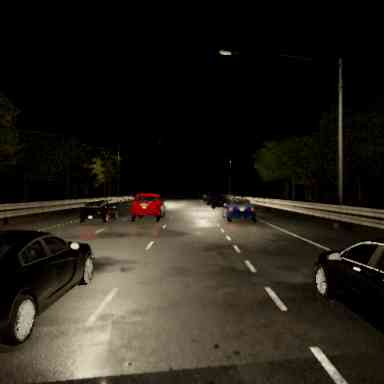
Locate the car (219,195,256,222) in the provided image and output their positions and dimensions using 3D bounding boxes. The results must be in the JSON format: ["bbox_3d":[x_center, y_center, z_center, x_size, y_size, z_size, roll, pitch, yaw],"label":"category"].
[{"bbox_3d":[3.595,1.295,26.006,2.097,1.767,4.553,0,0,0],"label":"car"}]

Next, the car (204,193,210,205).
[{"bbox_3d":[3.523,1.128,53.843,2.150,2.045,5.566,0,0,0],"label":"car"}]

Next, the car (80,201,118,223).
[{"bbox_3d":[-6.902,1.450,24.984,1.837,1.490,4.892,0,0,0],"label":"car"}]

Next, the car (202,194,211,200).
[{"bbox_3d":[3.648,1.363,86.790,2.128,1.511,4.902,0,0,0],"label":"car"}]

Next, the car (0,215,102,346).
[{"bbox_3d":[-3.402,1.463,6.338,1.882,1.535,5.008,0,0,0],"label":"car"}]

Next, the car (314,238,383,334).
[{"bbox_3d":[3.600,1.492,5.455,1.837,1.490,4.892,0,0,0],"label":"car"}]

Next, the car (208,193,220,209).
[{"bbox_3d":[3.503,1.350,42.827,2.033,1.649,4.856,0,0,0],"label":"car"}]

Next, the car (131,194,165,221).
[{"bbox_3d":[-3.404,1.164,26.371,2.150,2.045,5.566,0,0,0],"label":"car"}]

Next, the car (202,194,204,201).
[{"bbox_3d":[3.555,1.386,64.801,2.128,1.511,4.902,0,0,0],"label":"car"}]
